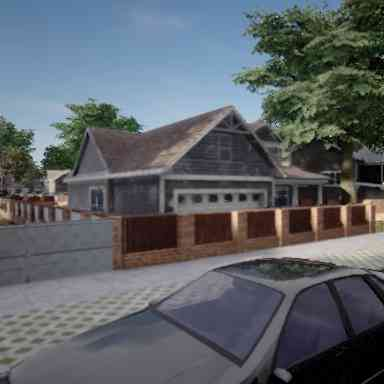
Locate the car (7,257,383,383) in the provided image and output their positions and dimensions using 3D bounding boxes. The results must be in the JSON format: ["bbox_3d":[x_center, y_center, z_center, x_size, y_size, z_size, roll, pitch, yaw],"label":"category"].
[{"bbox_3d":[0.928,1.539,3.731,5.357,1.411,2.033,0,0,-35],"label":"car"}]
